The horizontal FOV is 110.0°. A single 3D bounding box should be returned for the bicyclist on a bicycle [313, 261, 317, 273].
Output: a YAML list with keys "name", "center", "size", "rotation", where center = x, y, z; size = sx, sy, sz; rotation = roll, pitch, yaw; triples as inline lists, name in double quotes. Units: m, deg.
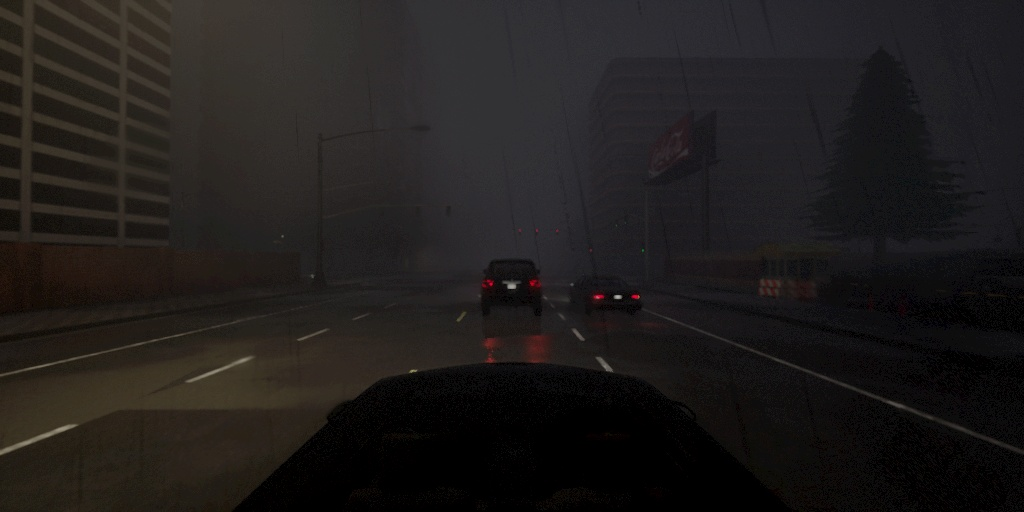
- name: "bicyclist on a bicycle"
  center: [-28.020, 1.580, 51.258]
  size: [0.582, 1.620, 1.656]
  rotation: [0, 0, 0]

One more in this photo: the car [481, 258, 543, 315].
- name: "car"
  center: [0.003, 1.111, 14.416]
  size: [2.150, 2.045, 5.566]
  rotation: [0, 0, 0]

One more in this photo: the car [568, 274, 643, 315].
- name: "car"
  center: [3.503, 1.433, 14.350]
  size: [2.033, 1.411, 5.357]
  rotation: [0, -1, 0]
